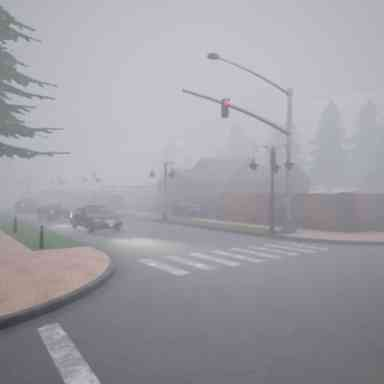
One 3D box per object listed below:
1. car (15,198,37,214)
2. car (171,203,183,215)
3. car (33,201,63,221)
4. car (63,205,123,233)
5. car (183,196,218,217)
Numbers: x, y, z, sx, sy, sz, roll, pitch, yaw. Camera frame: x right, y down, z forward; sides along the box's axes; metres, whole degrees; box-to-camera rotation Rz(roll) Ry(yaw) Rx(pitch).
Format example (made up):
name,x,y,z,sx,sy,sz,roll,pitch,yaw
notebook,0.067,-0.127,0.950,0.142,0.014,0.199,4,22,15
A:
name,x,y,z,sx,sy,sz,roll,pitch,yaw
car,-17.599,1.410,35.844,2.097,1.767,4.553,1,0,-37
car,-0.038,1.373,33.352,3.866,1.878,1.905,1,0,-37
car,-11.426,1.661,27.631,1.895,1.301,4.718,1,0,-37
car,-5.867,1.553,20.175,2.128,1.511,4.902,1,0,-37
car,1.780,1.376,31.572,4.605,1.855,1.932,1,0,-37
